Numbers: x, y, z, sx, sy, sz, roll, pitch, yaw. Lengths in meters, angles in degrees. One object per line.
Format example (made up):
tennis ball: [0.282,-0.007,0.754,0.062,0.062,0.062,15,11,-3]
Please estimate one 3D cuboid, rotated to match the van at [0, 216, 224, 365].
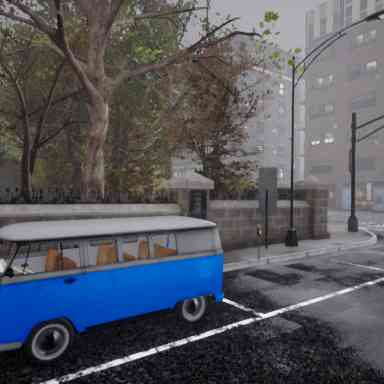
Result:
van: [-1.327,1.342,5.544,3.998,1.788,1.690,0,1,-35]
